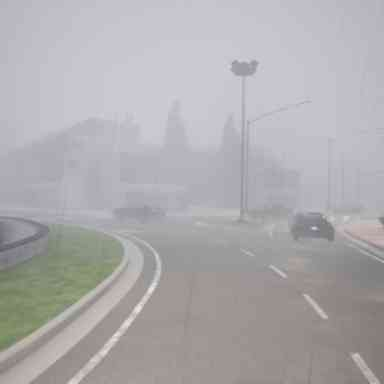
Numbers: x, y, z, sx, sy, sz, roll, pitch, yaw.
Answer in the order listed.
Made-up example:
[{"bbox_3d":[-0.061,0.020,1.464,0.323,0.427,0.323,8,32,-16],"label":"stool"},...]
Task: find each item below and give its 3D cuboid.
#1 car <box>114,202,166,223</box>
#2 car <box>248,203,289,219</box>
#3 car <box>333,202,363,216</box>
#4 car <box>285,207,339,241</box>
[{"bbox_3d":[-4.205,1.540,26.201,4.902,1.511,2.128,1,-1,42],"label":"car"},{"bbox_3d":[7.583,1.788,31.901,4.892,1.490,1.837,1,0,-33],"label":"car"},{"bbox_3d":[19.050,2.005,40.560,5.008,1.535,1.882,1,0,-40],"label":"car"},{"bbox_3d":[6.400,1.763,18.146,1.994,1.385,4.181,1,0,13],"label":"car"}]
